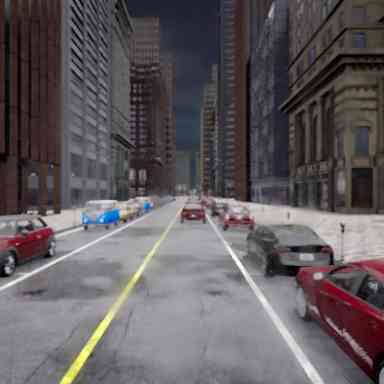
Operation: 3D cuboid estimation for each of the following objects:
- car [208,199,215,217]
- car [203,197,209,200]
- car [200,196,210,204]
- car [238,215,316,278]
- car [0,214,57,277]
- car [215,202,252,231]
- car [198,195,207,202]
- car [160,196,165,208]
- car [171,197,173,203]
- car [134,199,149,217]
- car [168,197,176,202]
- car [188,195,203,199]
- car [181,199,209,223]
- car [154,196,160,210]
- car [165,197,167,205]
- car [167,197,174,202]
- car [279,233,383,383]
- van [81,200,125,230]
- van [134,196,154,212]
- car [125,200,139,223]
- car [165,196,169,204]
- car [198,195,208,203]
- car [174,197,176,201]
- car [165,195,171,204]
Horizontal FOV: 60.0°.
[{"bbox_3d":[2.763,1.701,32.642,1.947,1.339,4.313,0,0,0],"label":"car"},{"bbox_3d":[2.765,1.793,49.551,1.802,1.307,4.206,0,0,0],"label":"car"},{"bbox_3d":[2.767,1.756,72.097,1.967,1.590,4.097,0,0,0],"label":"car"},{"bbox_3d":[2.761,1.607,10.098,1.947,1.339,4.313,0,0,0],"label":"car"},{"bbox_3d":[-5.765,1.481,10.091,1.967,1.590,4.097,0,0,0],"label":"car"},{"bbox_3d":[2.761,1.527,21.370,1.967,1.590,4.097,0,0,0],"label":"car"},{"bbox_3d":[2.768,1.717,89.005,2.192,1.841,5.009,0,0,0],"label":"car"},{"bbox_3d":[-5.761,1.526,49.547,2.192,1.841,5.009,0,0,0],"label":"car"},{"bbox_3d":[-5.758,1.897,72.093,1.802,1.307,4.206,0,0,0],"label":"car"},{"bbox_3d":[-5.762,1.686,32.636,2.008,1.369,4.403,0,0,0],"label":"car"},{"bbox_3d":[-5.755,1.998,94.639,1.947,1.339,4.313,0,0,0],"label":"car"},{"bbox_3d":[0.104,1.543,44.994,2.097,1.767,4.553,0,0,0],"label":"car"},{"bbox_3d":[0.103,1.587,26.609,1.882,1.535,5.008,0,0,0],"label":"car"},{"bbox_3d":[-5.761,1.626,43.910,1.967,1.590,4.097,0,0,0],"label":"car"},{"bbox_3d":[-5.759,1.802,55.183,1.947,1.339,4.313,0,0,0],"label":"car"},{"bbox_3d":[-5.756,1.984,89.002,1.802,1.307,4.206,0,0,0],"label":"car"},{"bbox_3d":[2.760,1.563,4.462,1.887,1.381,4.507,0,0,0],"label":"car"},{"bbox_3d":[-5.764,1.428,21.364,1.690,1.788,3.998,0,0,0],"label":"van"},{"bbox_3d":[-5.762,1.501,38.274,1.690,1.788,3.998,0,0,0],"label":"van"},{"bbox_3d":[-5.763,1.635,26.830,1.752,1.417,4.829,0,0,0],"label":"car"},{"bbox_3d":[-5.759,1.828,60.819,1.947,1.339,4.313,0,0,0],"label":"car"},{"bbox_3d":[2.767,1.687,83.369,2.192,1.841,5.009,0,0,0],"label":"car"},{"bbox_3d":[-5.757,1.897,83.196,1.752,1.417,4.829,0,0,0],"label":"car"},{"bbox_3d":[-5.758,1.839,66.456,2.008,1.369,4.403,0,0,0],"label":"car"}]
